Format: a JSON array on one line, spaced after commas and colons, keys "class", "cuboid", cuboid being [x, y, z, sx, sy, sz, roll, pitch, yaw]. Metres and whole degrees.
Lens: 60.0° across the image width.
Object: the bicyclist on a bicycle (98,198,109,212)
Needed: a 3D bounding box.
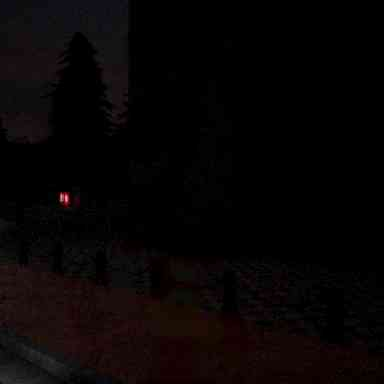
[{"class": "bicyclist on a bicycle", "cuboid": [-7.675, 1.331, 28.972, 1.656, 1.620, 0.582, 0, 0, 35]}]
